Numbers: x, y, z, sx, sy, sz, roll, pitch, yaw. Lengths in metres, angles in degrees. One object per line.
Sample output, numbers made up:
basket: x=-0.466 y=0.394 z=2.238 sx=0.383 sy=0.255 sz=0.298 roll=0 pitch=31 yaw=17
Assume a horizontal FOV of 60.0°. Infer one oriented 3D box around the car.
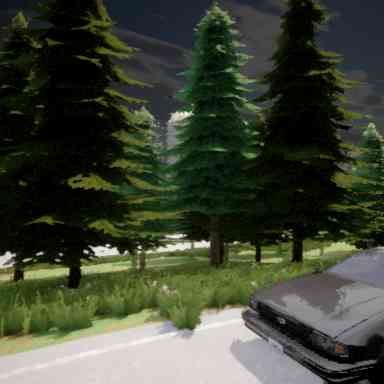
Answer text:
car: x=3.488 y=1.610 z=5.228 sx=5.357 sy=1.411 sz=2.033 roll=2 pitch=0 yaw=-24
